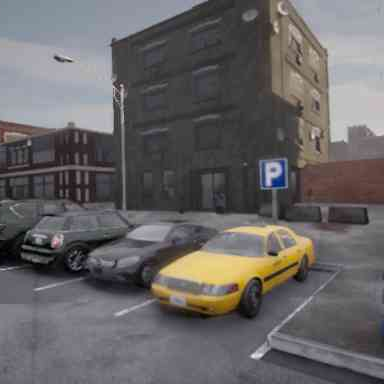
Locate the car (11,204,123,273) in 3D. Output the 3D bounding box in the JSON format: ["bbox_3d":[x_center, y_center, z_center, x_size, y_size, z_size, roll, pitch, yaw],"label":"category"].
[{"bbox_3d":[-3.081,1.389,11.110,2.185,1.767,4.553,-1,0,35],"label":"car"}]

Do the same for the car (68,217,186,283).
[{"bbox_3d":[-0.816,1.540,9.538,2.002,1.452,4.674,0,0,35],"label":"car"}]

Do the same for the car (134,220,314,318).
[{"bbox_3d":[1.319,1.486,7.783,1.946,1.575,5.366,0,0,35],"label":"car"}]

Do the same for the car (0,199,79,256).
[{"bbox_3d":[-5.289,1.282,12.760,2.435,2.045,5.566,-1,0,35],"label":"car"}]
